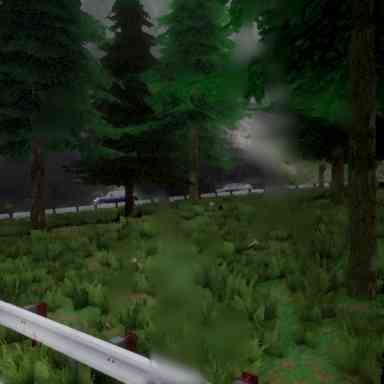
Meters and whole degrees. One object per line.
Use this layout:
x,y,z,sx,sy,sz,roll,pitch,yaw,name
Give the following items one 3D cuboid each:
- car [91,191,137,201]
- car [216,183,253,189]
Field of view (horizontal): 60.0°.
-7.694,0.592,32.751,4.553,1.767,2.097,-5,3,-29,car
4.526,-0.250,37.354,4.902,1.511,2.128,-4,1,-7,car
